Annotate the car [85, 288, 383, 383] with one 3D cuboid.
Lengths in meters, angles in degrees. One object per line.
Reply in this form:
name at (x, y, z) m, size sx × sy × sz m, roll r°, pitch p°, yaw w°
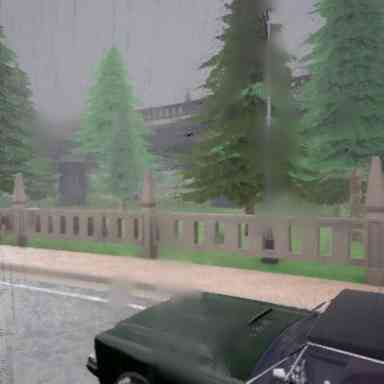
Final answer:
car at (1.285, 1.571, 2.742) m, size 4.718 × 1.301 × 1.895 m, roll 0°, pitch 0°, yaw 35°
